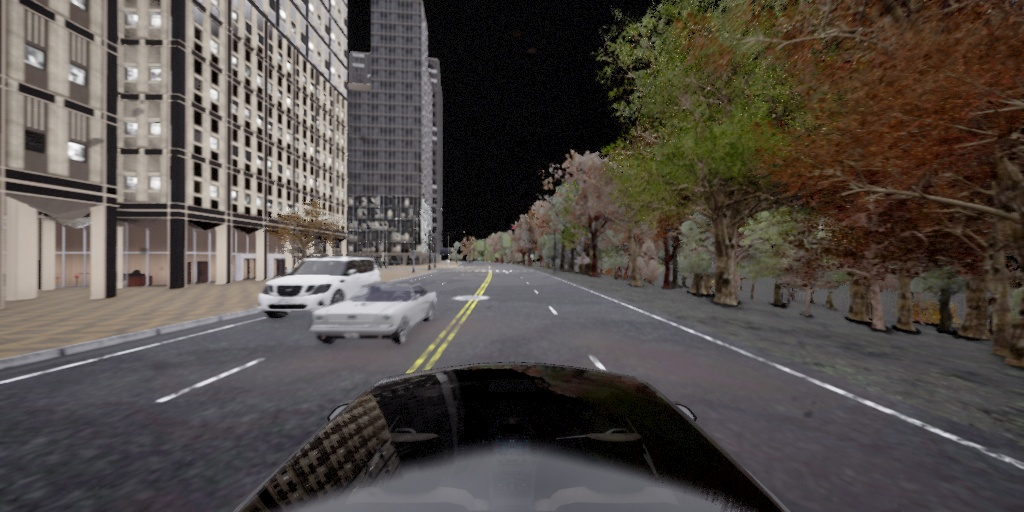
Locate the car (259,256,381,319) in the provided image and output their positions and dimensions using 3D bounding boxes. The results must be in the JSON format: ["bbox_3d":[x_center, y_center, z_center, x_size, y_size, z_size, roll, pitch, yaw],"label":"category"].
[{"bbox_3d":[-6.689,1.027,13.351,2.150,2.045,5.566,0,0,-1],"label":"car"}]

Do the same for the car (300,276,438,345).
[{"bbox_3d":[-3.395,1.388,9.759,1.895,1.301,4.718,0,0,-1],"label":"car"}]
